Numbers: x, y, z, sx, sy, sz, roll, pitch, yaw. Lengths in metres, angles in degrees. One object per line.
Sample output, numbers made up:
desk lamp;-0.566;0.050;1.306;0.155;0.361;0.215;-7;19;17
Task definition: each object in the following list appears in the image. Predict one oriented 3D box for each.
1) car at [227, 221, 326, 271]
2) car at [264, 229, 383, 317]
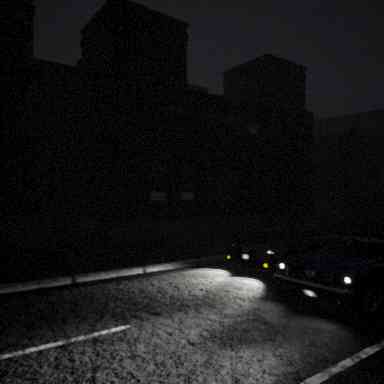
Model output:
car;3.115;1.652;10.559;4.181;1.385;1.994;1;0;-36
car;4.073;1.680;7.782;4.718;1.301;1.895;1;0;-36
